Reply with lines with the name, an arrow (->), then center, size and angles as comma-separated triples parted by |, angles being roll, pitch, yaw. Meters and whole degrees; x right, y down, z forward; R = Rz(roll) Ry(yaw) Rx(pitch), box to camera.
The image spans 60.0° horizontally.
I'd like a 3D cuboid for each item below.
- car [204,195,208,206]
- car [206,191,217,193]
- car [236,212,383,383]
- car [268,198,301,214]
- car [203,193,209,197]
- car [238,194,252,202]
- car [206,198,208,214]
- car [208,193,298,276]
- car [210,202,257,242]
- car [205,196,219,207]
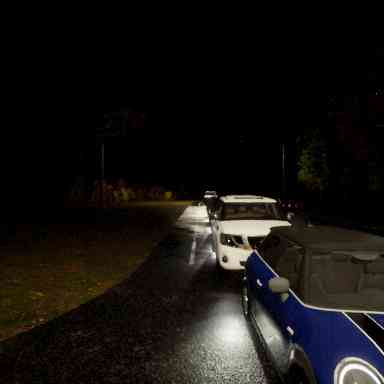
car -> 2.282, 1.322, 29.297 | 1.882, 1.535, 5.008 | 0, 0, 2
car -> 3.080, 0.938, 54.390 | 2.150, 2.045, 5.566 | 0, 0, 3
car -> 1.941, 1.338, 4.111 | 2.097, 1.767, 4.553 | 0, 0, 0
car -> 9.454, 1.367, 34.425 | 2.033, 1.411, 5.357 | 0, 0, 2
car -> 2.645, 1.274, 41.550 | 2.128, 1.511, 4.902 | 0, 0, 2
car -> 10.319, 1.149, 65.631 | 2.128, 1.511, 4.902 | 0, 0, 2
car -> 2.106, 1.380, 23.044 | 1.837, 1.490, 4.892 | 0, 0, 2
car -> 1.759, 1.160, 10.458 | 2.150, 2.045, 5.566 | 0, 0, 1
car -> 1.928, 1.384, 16.797 | 1.882, 1.535, 5.008 | 0, 0, 2
car -> 2.862, 1.314, 47.958 | 1.994, 1.385, 4.181 | 0, 0, 3
